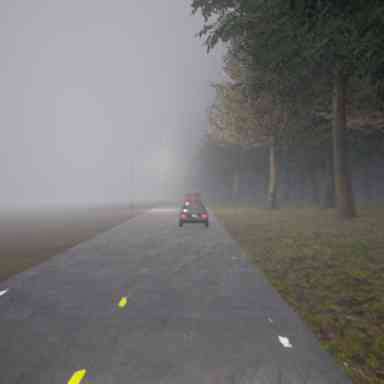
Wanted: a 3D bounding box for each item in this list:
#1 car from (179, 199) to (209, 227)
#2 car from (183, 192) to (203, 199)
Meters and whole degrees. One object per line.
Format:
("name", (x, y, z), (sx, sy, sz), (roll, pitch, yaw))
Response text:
("car", (0.103, 1.406, 21.604), (2.033, 1.411, 5.357), (0, 0, 0))
("car", (0.094, 0.968, 39.784), (2.150, 2.045, 5.566), (0, 1, 0))
